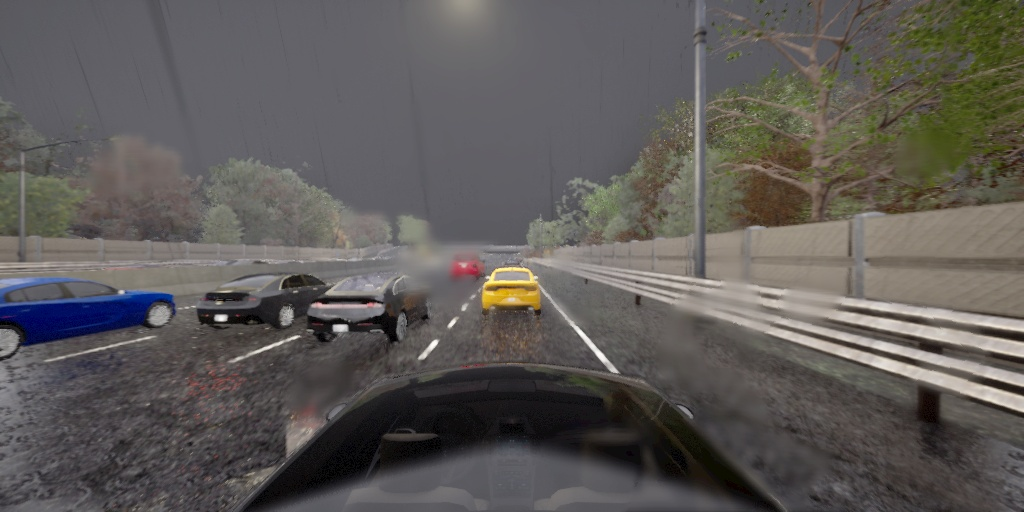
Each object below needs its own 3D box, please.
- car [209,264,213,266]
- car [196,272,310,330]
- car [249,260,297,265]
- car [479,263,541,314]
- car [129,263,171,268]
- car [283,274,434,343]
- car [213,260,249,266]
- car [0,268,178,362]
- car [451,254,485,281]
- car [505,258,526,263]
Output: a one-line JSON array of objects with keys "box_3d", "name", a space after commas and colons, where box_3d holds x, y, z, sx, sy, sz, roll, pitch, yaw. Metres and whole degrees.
[{"box_3d": [-28.045, 1.172, 35.399, 2.033, 1.411, 5.357, 0, 0, 0], "name": "car"}, {"box_3d": [-6.892, 1.217, 10.926, 1.837, 1.490, 4.892, 0, 0, 0], "name": "car"}, {"box_3d": [-21.058, 1.179, 33.066, 2.033, 1.411, 5.357, 0, 0, 0], "name": "car"}, {"box_3d": [0.010, 1.180, 13.503, 1.882, 1.535, 5.008, 0, 0, 0], "name": "car"}, {"box_3d": [-31.559, 1.238, 30.690, 1.895, 1.301, 4.718, 0, 0, 0], "name": "car"}, {"box_3d": [-3.393, 1.209, 9.520, 2.128, 1.511, 4.902, 0, 0, 0], "name": "car"}, {"box_3d": [-24.552, 1.137, 33.257, 1.837, 1.490, 4.892, 0, 0, 0], "name": "car"}, {"box_3d": [-10.393, 1.201, 8.045, 1.882, 1.535, 5.008, 0, 0, 0], "name": "car"}, {"box_3d": [-3.381, 0.869, 28.318, 2.150, 2.045, 5.566, 0, 0, 0], "name": "car"}, {"box_3d": [0.029, 1.117, 35.585, 2.128, 1.511, 4.902, 0, 0, 0], "name": "car"}]
